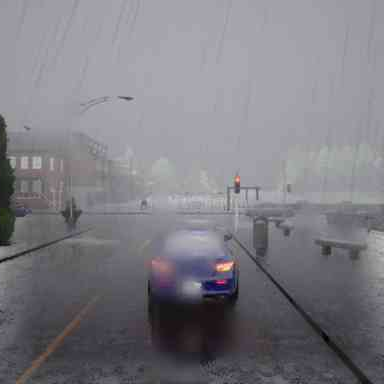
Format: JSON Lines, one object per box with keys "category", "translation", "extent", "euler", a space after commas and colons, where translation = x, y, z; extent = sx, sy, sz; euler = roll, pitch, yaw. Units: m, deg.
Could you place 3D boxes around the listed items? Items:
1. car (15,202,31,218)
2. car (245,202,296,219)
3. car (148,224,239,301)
{"category": "car", "translation": [-16.632, 1.223, 28.023], "extent": [5.566, 2.045, 2.150], "euler": [0, 0, 0]}
{"category": "car", "translation": [6.565, 1.564, 28.031], "extent": [4.181, 1.385, 1.994], "euler": [0, 0, 0]}
{"category": "car", "translation": [0.041, 1.526, 8.225], "extent": [1.812, 1.442, 4.674], "euler": [0, 0, 1]}
